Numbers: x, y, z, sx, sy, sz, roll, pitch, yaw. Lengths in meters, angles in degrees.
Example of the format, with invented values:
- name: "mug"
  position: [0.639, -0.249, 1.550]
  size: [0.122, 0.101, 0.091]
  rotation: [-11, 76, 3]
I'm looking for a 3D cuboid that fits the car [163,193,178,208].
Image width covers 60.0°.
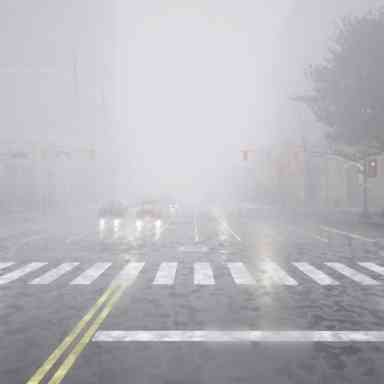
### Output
- name: "car"
  position: [-3.594, 1.221, 48.972]
  size: [2.150, 2.045, 5.566]
  rotation: [0, 0, 0]

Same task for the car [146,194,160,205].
- name: "car"
  position: [-7.053, 1.352, 60.787]
  size: [2.097, 1.767, 4.553]
  rotation: [0, 0, 1]

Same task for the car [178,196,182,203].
- name: "car"
  position: [-3.507, 1.492, 64.514]
  size: [2.128, 1.511, 4.902]
  rotation: [0, 0, 1]

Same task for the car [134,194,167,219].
- name: "car"
  position: [-3.594, 1.352, 29.028]
  size: [2.097, 1.767, 4.553]
  rotation: [0, 0, 0]

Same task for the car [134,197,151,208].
- name: "car"
  position: [-7.089, 1.526, 47.860]
  size: [1.812, 1.442, 4.674]
  rotation: [0, 0, 0]

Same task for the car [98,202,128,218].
- name: "car"
  position: [-7.094, 1.564, 30.149]
  size: [1.994, 1.385, 4.181]
  rotation: [0, 0, 0]

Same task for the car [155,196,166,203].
- name: "car"
  position: [-6.871, 1.552, 72.769]
  size: [1.994, 1.385, 4.181]
  rotation: [0, 0, 1]

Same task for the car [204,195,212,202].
- name: "car"
  position: [3.691, 1.525, 78.514]
  size: [2.128, 1.511, 4.902]
  rotation: [0, 0, 1]

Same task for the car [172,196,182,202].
- name: "car"
  position: [-3.338, 1.540, 75.906]
  size: [2.033, 1.411, 5.357]
  rotation: [0, 0, 1]
